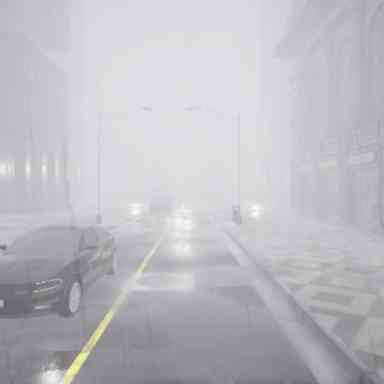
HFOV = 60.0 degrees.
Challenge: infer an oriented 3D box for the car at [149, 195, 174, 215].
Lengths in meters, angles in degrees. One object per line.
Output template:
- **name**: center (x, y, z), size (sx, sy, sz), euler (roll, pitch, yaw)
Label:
- **car**: center (-3.092, 1.284, 34.646), size (2.150, 2.045, 5.566), euler (0, 0, 0)

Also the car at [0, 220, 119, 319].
- **car**: center (-3.056, 1.491, 7.717), size (1.882, 1.535, 5.008), euler (0, 0, 0)
